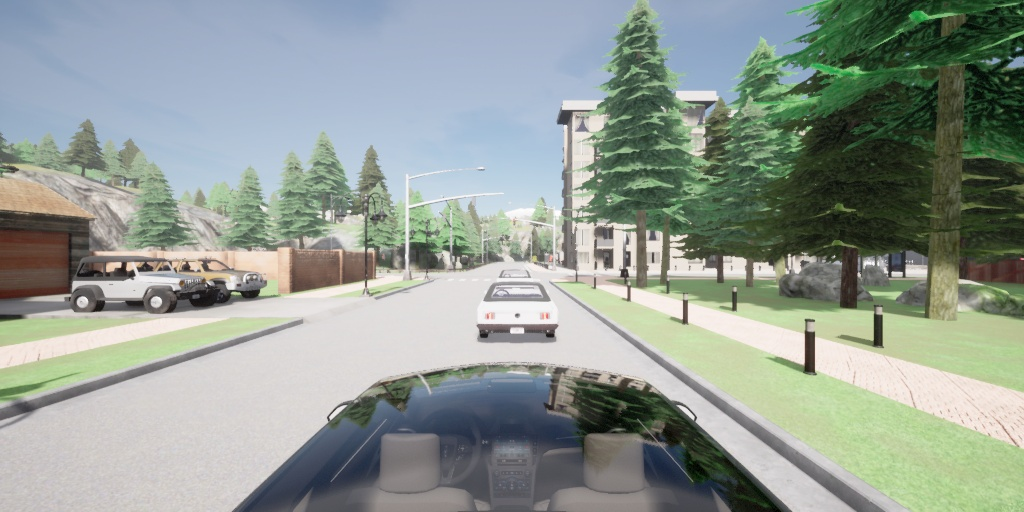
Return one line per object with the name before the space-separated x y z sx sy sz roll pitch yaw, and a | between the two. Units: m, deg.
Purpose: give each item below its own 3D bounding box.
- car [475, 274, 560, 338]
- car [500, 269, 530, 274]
car | 0.130 1.351 10.126 1.895 1.301 4.718 0 0 0
car | 0.159 1.351 19.294 1.895 1.301 4.718 0 0 0
